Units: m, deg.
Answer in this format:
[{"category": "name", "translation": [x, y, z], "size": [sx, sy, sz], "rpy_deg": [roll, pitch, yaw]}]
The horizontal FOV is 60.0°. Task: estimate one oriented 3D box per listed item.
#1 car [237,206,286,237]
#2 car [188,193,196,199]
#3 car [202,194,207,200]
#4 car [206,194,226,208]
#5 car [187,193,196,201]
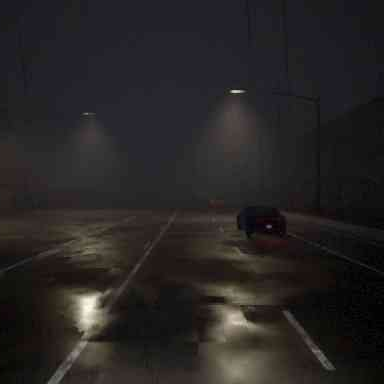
[{"category": "car", "translation": [3.599, 1.475, 17.992], "size": [1.882, 1.535, 5.008], "rpy_deg": [0, 0, 0]}, {"category": "car", "translation": [-0.009, 0.999, 84.532], "size": [1.812, 1.442, 4.674], "rpy_deg": [0, 1, 0]}, {"category": "car", "translation": [3.494, 1.090, 80.451], "size": [1.812, 1.442, 4.674], "rpy_deg": [0, 1, 0]}, {"category": "car", "translation": [3.595, 1.343, 47.759], "size": [2.097, 1.767, 4.553], "rpy_deg": [0, 0, 0]}, {"category": "car", "translation": [-0.008, 1.238, 74.366], "size": [2.033, 1.411, 5.357], "rpy_deg": [0, 1, 0]}]
